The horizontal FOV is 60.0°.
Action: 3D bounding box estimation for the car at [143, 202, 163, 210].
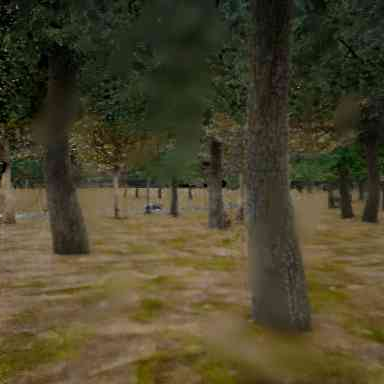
[{"bbox_3d":[-7.740,2.813,65.626,2.128,1.511,4.902,-1,-2,30],"label":"car"}]
